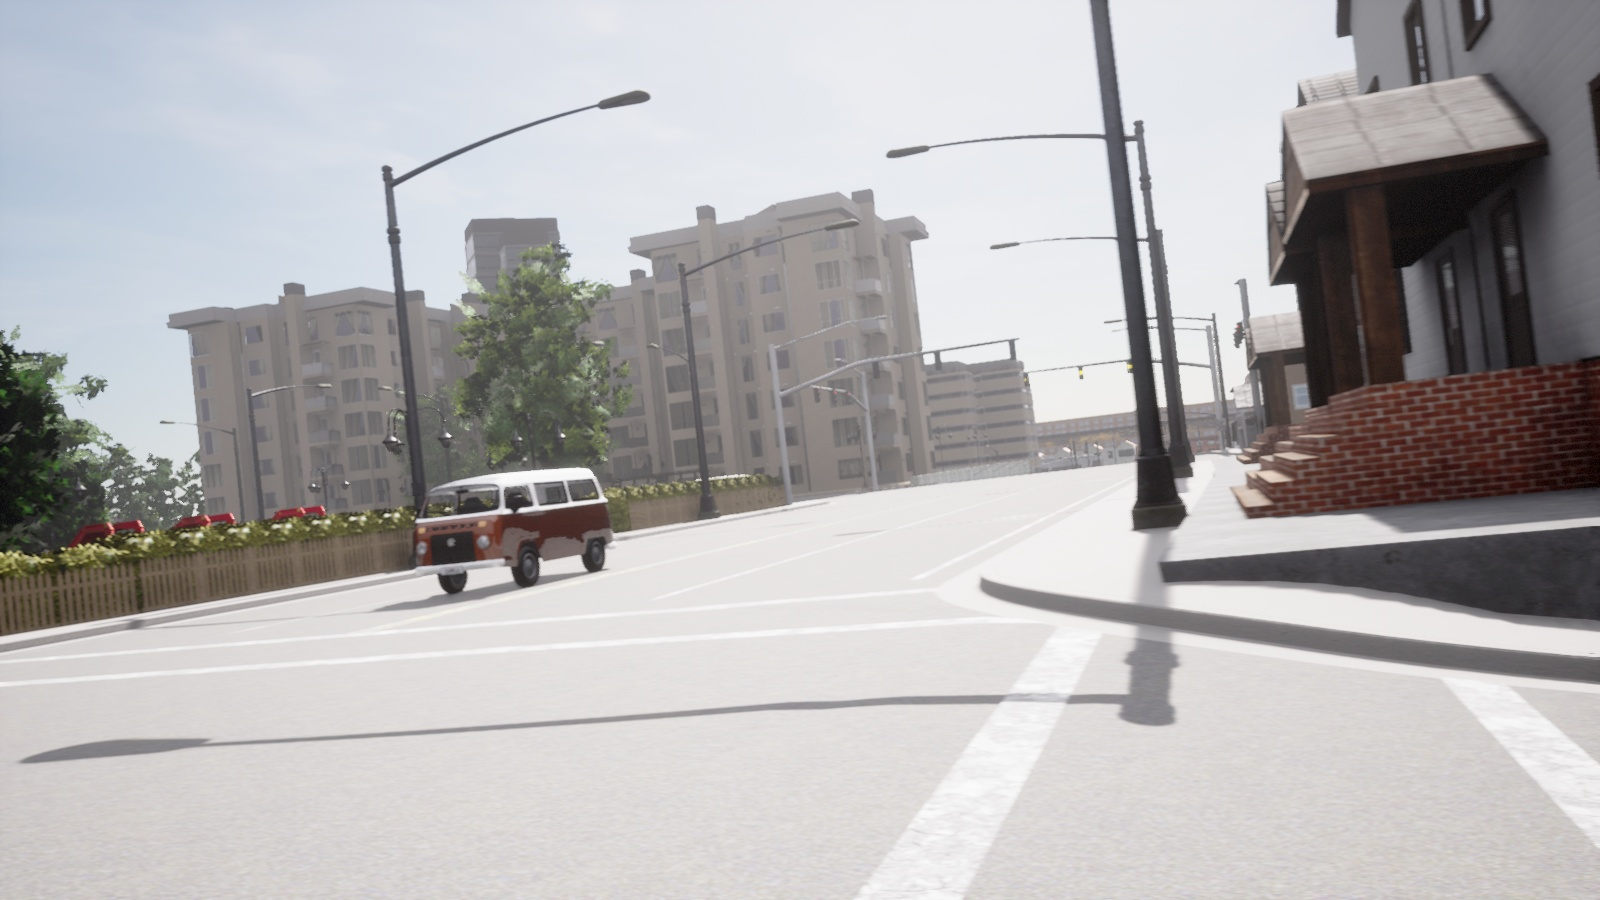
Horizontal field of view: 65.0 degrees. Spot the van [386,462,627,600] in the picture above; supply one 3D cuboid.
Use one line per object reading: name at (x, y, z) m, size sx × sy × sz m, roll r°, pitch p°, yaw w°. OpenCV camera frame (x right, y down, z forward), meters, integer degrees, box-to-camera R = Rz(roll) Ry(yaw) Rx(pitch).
van at (-5.211, 1.388, 23.035) m, size 2.069 × 2.038 × 4.480 m, roll -6°, pitch -1°, yaw 19°
